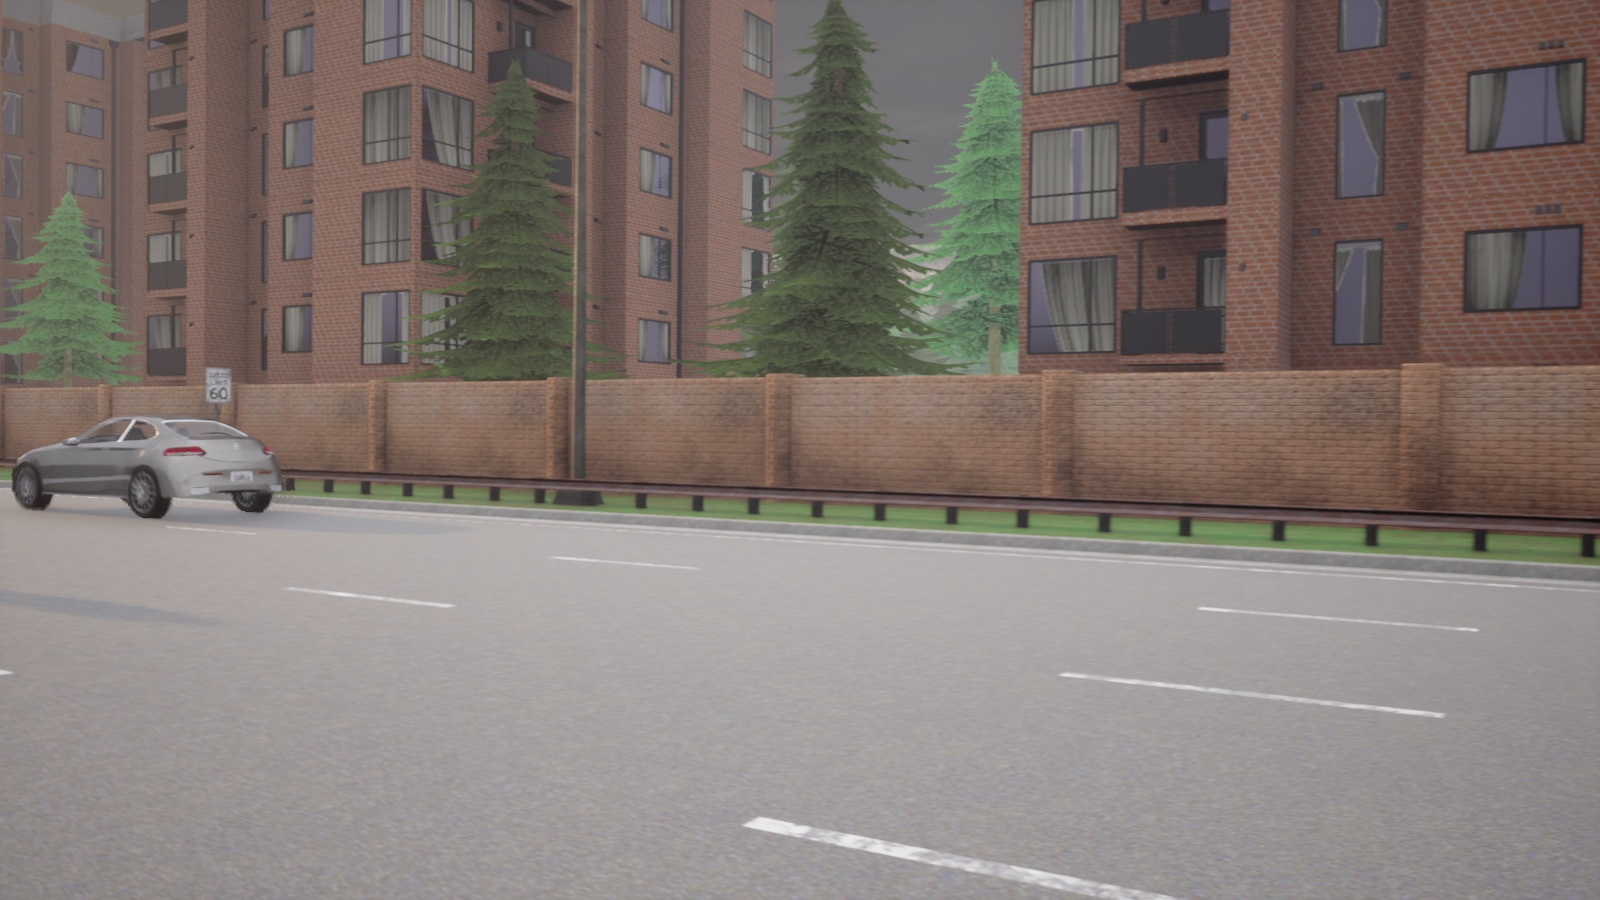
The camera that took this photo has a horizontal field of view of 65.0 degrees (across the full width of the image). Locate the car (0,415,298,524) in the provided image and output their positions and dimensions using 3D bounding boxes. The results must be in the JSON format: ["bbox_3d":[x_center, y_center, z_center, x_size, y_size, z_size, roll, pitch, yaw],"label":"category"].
[{"bbox_3d":[-11.084,0.280,21.249,5.027,1.651,2.152,0,1,30],"label":"car"}]
